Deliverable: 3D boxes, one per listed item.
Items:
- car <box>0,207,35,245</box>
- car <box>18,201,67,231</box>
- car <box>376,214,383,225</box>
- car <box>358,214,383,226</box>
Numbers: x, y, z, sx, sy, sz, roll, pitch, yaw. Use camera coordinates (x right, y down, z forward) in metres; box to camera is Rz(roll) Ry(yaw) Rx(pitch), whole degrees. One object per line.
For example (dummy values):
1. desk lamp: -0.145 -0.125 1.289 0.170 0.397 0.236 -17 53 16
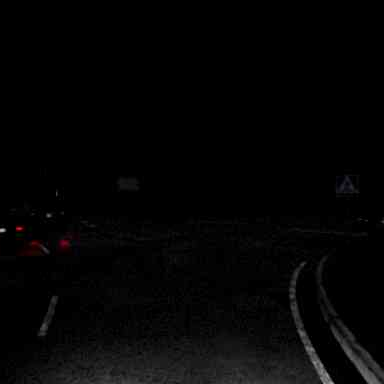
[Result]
1. car: -8.829 1.505 14.460 2.033 1.411 5.357 -1 1 -41
2. car: -9.009 1.278 19.054 2.097 1.767 4.553 -1 1 -44
3. car: 29.169 4.096 49.960 1.837 1.490 4.892 0 -3 40
4. car: 22.684 3.587 42.309 1.994 1.385 4.181 0 -3 40
